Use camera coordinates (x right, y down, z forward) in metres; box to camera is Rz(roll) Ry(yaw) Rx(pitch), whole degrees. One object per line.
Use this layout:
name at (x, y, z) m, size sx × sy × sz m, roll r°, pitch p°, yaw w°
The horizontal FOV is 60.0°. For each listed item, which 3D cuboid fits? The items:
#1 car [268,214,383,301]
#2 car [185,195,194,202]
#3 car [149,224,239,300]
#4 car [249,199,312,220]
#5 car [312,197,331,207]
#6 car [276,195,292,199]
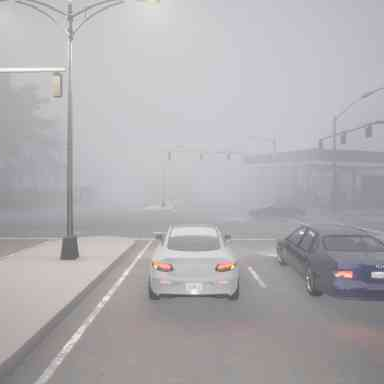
car at (3.515, 1.545, 8.524) m, size 2.033 × 1.411 × 5.357 m, roll 0°, pitch 0°, yaw 3°
car at (-0.456, 1.428, 72.835) m, size 1.812 × 1.442 × 4.674 m, roll 0°, pitch 0°, yaw 0°
car at (0.036, 1.516, 8.218) m, size 1.812 × 1.442 × 4.674 m, roll 0°, pitch 0°, yaw 0°
car at (7.049, 1.506, 27.560) m, size 4.674 × 1.442 × 1.812 m, roll 0°, pitch 0°, yaw -1°
car at (18.651, 1.433, 48.642) m, size 1.970 × 1.475 × 3.806 m, roll 0°, pitch 0°, yaw 0°
car at (12.911, 1.261, 47.843) m, size 2.242 × 1.667 × 4.611 m, roll 0°, pitch 0°, yaw 0°
